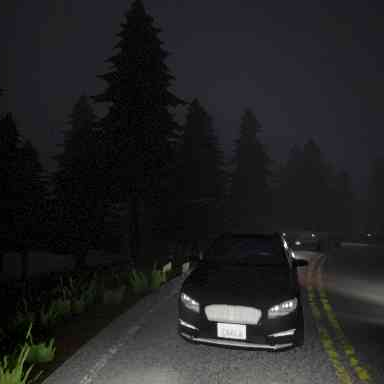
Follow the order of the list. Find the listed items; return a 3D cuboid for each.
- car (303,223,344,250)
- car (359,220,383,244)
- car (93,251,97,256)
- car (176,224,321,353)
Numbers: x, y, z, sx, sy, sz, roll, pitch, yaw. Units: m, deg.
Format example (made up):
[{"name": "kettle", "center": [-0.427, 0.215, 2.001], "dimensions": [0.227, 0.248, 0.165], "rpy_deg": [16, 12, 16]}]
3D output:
[{"name": "car", "center": [6.486, 2.307, 17.679], "dimensions": [1.895, 1.301, 4.718], "rpy_deg": [-3, -6, 39]}, {"name": "car", "center": [15.820, 3.223, 26.450], "dimensions": [5.566, 2.045, 2.150], "rpy_deg": [8, -8, -28]}, {"name": "car", "center": [-20.282, 13.650, 72.959], "dimensions": [4.181, 1.381, 1.994], "rpy_deg": [-2, -5, 31]}, {"name": "car", "center": [1.131, 1.561, 6.596], "dimensions": [2.128, 1.511, 4.902], "rpy_deg": [-1, -2, 15]}]
